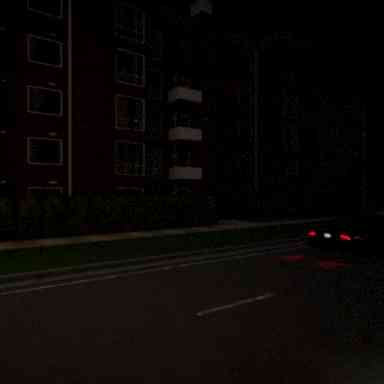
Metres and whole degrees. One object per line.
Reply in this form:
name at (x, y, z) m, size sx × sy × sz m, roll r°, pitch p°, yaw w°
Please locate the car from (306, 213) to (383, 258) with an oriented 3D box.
car at (6.669, 1.531, 12.810) m, size 5.357 × 1.411 × 2.033 m, roll 0°, pitch 0°, yaw -35°
